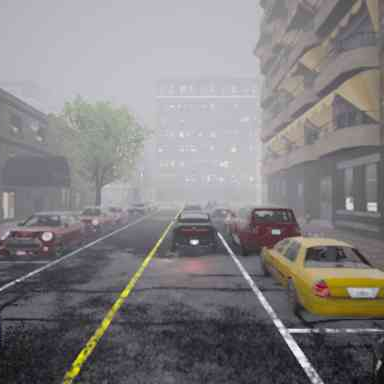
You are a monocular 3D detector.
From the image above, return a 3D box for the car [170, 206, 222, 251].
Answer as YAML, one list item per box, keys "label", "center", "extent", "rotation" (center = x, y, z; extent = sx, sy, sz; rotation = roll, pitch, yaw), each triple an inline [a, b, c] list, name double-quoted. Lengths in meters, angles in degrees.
- label: "car"
  center: [0.091, 1.584, 14.571]
  extent: [1.837, 1.490, 4.892]
  rotation: [0, 0, 0]

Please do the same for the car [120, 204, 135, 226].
- label: "car"
  center: [-5.659, 1.715, 24.391]
  extent: [1.802, 1.307, 4.206]
  rotation: [1, 0, 0]

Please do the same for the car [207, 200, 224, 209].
- label: "car"
  center: [2.685, 1.731, 30.142]
  extent: [1.947, 1.339, 4.313]
  rotation: [1, 0, 0]

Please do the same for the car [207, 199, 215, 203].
- label: "car"
  center: [2.723, 1.703, 47.199]
  extent: [1.967, 1.590, 4.097]
  rotation: [1, 0, 0]

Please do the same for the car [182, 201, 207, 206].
- label: "car"
  center: [0.079, 1.669, 32.523]
  extent: [2.128, 1.511, 4.902]
  rotation: [0, 0, 0]

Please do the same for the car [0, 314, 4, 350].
- label: "car"
  center: [-3.100, 1.610, 1.593]
  extent: [1.895, 1.301, 4.718]
  rotation: [0, 0, 0]

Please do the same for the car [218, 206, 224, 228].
- label: "car"
  center: [2.691, 1.684, 18.769]
  extent: [1.802, 1.307, 4.206]
  rotation: [1, 0, 0]

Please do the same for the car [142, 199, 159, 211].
- label: "car"
  center: [-5.842, 1.786, 46.969]
  extent: [1.752, 1.417, 4.829]
  rotation: [1, 0, 0]

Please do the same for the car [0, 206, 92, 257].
- label: "car"
  center: [-5.649, 1.511, 13.018]
  extent: [1.967, 1.590, 4.097]
  rotation: [1, 0, 0]

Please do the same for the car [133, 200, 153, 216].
- label: "car"
  center: [-5.666, 1.763, 35.764]
  extent: [1.947, 1.339, 4.313]
  rotation: [1, 0, 0]

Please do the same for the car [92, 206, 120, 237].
- label: "car"
  center: [-5.653, 1.542, 18.706]
  extent: [1.967, 1.590, 4.097]
  rotation: [1, 0, 0]

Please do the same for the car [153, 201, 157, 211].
- label: "car"
  center: [-5.669, 1.780, 41.452]
  extent: [2.008, 1.369, 4.403]
  rotation: [1, 0, 0]

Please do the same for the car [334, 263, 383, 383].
- label: "car"
  center: [2.703, 1.561, 1.709]
  extent: [2.008, 1.369, 4.403]
  rotation: [1, 0, 0]

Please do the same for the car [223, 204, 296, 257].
- label: "car"
  center: [2.700, 1.386, 13.084]
  extent: [2.192, 1.841, 5.009]
  rotation: [1, 0, 0]

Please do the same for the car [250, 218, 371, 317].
- label: "car"
  center: [2.699, 1.567, 7.565]
  extent: [1.752, 1.417, 4.829]
  rotation: [1, 0, 0]
